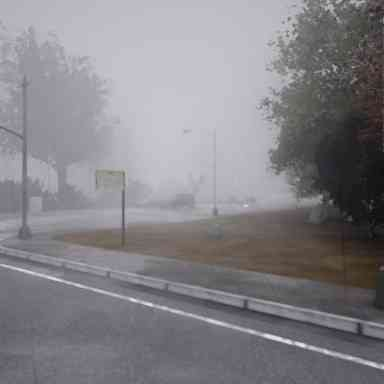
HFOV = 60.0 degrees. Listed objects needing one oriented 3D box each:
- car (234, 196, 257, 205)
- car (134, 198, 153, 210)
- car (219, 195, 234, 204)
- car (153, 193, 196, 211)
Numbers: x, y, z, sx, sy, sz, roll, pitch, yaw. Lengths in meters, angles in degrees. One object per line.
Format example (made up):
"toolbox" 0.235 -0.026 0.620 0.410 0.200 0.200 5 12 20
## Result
"car" 9.426 1.416 56.285 1.837 1.490 4.892 0 0 35
"car" -5.438 1.518 42.516 1.994 1.385 4.181 0 0 38
"car" 6.552 1.353 58.282 2.128 1.511 4.902 0 0 35
"car" -1.773 1.173 41.497 2.150 2.045 5.566 0 0 38
